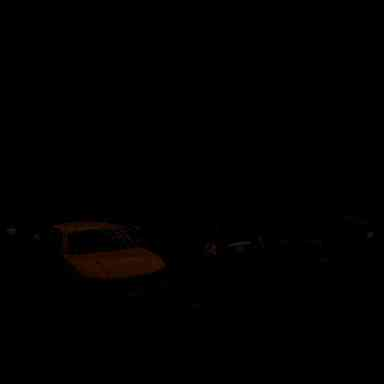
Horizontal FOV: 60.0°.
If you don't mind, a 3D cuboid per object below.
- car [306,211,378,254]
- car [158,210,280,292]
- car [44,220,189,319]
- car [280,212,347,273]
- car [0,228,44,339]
[{"bbox_3d":[4.372,1.445,12.615,2.163,1.488,4.792,-1,0,-36],"label":"car"},{"bbox_3d":[-0.124,1.334,9.326,2.185,1.767,4.553,0,0,-36],"label":"car"},{"bbox_3d":[-2.406,1.475,7.740,2.097,1.535,5.008,0,0,-36],"label":"car"},{"bbox_3d":[2.142,1.468,10.948,2.163,1.488,4.792,-1,0,-36],"label":"car"},{"bbox_3d":[-4.659,1.229,6.087,2.435,2.045,5.566,0,0,-36],"label":"car"}]
